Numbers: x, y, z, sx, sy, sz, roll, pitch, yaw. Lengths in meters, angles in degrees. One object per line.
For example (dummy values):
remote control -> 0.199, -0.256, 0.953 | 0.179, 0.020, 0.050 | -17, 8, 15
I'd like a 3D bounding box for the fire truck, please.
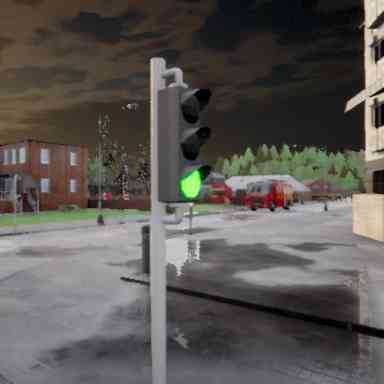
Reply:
fire truck -> 9.888, 0.393, 41.677 | 2.891, 3.827, 8.468 | 0, 0, 35
